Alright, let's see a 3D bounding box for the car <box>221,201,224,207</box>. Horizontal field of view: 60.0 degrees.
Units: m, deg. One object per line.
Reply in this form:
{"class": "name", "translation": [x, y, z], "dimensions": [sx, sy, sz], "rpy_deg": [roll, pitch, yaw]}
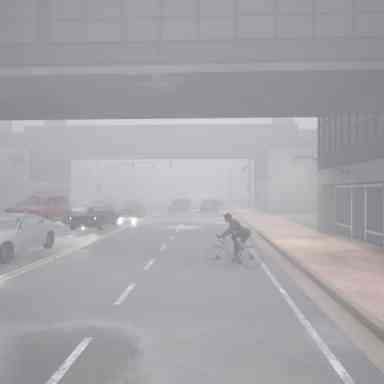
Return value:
{"class": "car", "translation": [3.197, 1.540, 48.416], "dimensions": [2.033, 1.411, 5.357], "rpy_deg": [0, 0, 19]}

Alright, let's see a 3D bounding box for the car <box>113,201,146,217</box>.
{"class": "car", "translation": [-5.570, 1.559, 31.119], "dimensions": [1.994, 1.385, 4.181], "rpy_deg": [0, 0, 3]}

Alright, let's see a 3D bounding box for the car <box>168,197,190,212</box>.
{"class": "car", "translation": [-1.569, 1.520, 37.904], "dimensions": [1.812, 1.442, 4.674], "rpy_deg": [0, 0, 3]}

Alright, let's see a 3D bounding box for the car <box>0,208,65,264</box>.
{"class": "car", "translation": [-6.587, 1.524, 12.005], "dimensions": [1.812, 1.442, 4.674], "rpy_deg": [0, 0, 3]}

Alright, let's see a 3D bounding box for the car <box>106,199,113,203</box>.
{"class": "car", "translation": [-8.947, 1.486, 33.265], "dimensions": [2.128, 1.511, 4.902], "rpy_deg": [0, 0, 3]}

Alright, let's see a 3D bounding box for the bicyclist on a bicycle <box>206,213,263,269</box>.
{"class": "bicyclist on a bicycle", "translation": [1.210, 1.435, 9.622], "dimensions": [1.656, 1.620, 0.582], "rpy_deg": [-1, 0, 3]}

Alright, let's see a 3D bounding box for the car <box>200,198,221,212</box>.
{"class": "car", "translation": [2.010, 1.558, 39.241], "dimensions": [1.994, 1.385, 4.181], "rpy_deg": [0, 0, 3]}

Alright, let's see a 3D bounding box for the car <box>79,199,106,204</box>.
{"class": "car", "translation": [-9.156, 1.521, 28.182], "dimensions": [1.812, 1.442, 4.674], "rpy_deg": [0, 0, 3]}

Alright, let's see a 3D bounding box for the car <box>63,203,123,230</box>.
{"class": "car", "translation": [-6.114, 1.597, 21.112], "dimensions": [1.895, 1.301, 4.718], "rpy_deg": [0, 0, 3]}

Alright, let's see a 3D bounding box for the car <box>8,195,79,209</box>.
{"class": "car", "translation": [-9.606, 1.219, 21.238], "dimensions": [2.150, 2.045, 5.566], "rpy_deg": [0, 0, 4]}
